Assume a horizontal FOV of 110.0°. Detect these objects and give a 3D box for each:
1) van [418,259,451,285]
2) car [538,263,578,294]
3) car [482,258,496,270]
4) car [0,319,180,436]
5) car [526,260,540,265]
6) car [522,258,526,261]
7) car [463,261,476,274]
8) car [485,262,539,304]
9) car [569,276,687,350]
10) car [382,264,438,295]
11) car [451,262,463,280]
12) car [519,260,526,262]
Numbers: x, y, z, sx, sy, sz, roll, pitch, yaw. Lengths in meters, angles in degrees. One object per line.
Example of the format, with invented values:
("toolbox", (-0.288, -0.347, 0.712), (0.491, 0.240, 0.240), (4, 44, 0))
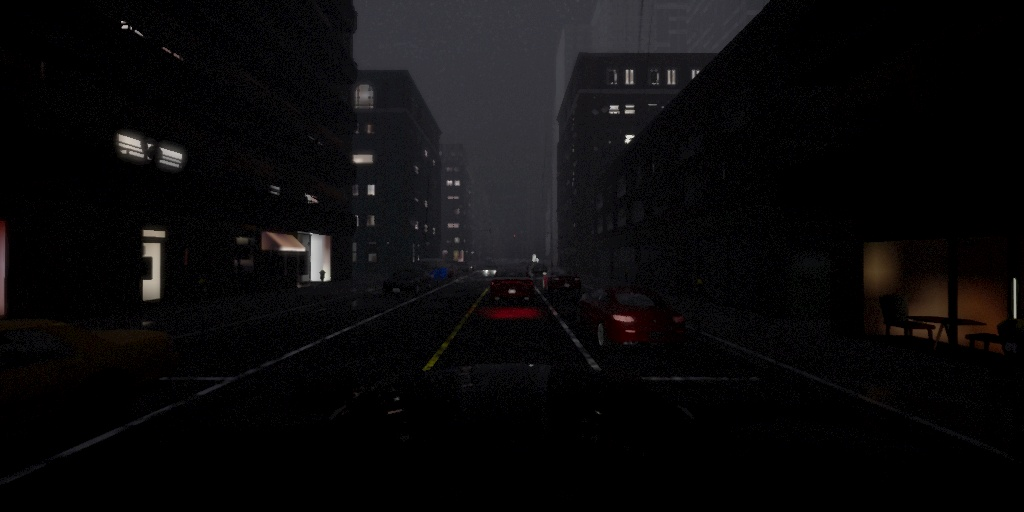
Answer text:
("van", (-5.689, 1.095, 25.354), (1.690, 1.789, 3.998), (0, 0, 0))
("car", (2.692, 1.297, 19.818), (1.888, 1.381, 4.507), (0, 0, 0))
("car", (-3.000, 1.371, 52.502), (1.994, 1.385, 4.181), (0, 0, 0))
("car", (-5.688, 1.272, 3.091), (1.751, 1.417, 4.829), (0, 0, 0))
("car", (2.692, 1.325, 36.389), (1.948, 1.339, 4.313), (0, 0, 0))
("car", (2.692, 1.332, 47.436), (1.948, 1.339, 4.313), (0, 0, 0))
("car", (-5.689, 1.328, 41.924), (1.948, 1.339, 4.313), (0, 0, 0))
("car", (0.000, 1.237, 16.500), (1.882, 1.535, 5.008), (0, 0, 0))
("car", (2.692, 1.330, 8.772), (1.802, 1.307, 4.207), (0, 0, 0))
("car", (-5.689, 1.318, 19.831), (1.948, 1.339, 4.313), (0, 0, 0))
("car", (-5.689, 1.302, 30.878), (1.888, 1.381, 4.507), (0, 0, 0))
("car", (0.000, 1.291, 31.500), (1.812, 1.442, 4.674), (0, 0, 0))
